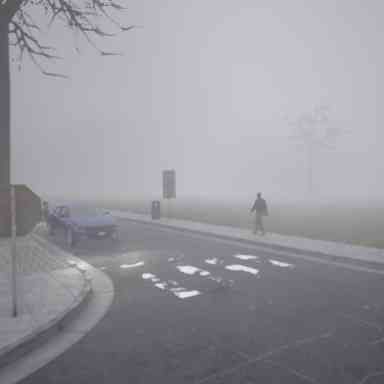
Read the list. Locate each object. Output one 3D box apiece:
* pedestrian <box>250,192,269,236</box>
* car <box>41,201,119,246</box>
[{"bbox_3d":[2.728,0.880,13.428,0.375,1.860,0.375,0,0,-36],"label":"pedestrian"},{"bbox_3d":[-4.831,1.242,14.397,1.882,1.535,5.008,-1,2,-36],"label":"car"}]
